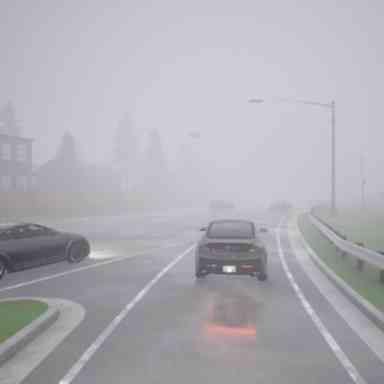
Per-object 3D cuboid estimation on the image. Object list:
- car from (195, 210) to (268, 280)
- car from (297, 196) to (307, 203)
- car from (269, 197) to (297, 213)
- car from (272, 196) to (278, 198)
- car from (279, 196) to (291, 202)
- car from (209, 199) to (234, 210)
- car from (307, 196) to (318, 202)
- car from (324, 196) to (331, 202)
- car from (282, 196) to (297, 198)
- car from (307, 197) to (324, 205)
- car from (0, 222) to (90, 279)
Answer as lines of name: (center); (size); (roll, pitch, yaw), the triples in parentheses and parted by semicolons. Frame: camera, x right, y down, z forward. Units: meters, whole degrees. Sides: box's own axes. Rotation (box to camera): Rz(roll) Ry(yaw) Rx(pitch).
car: (1.246, 1.546, 10.201); (1.837, 1.490, 4.892); (0, 0, 9)
car: (26.749, 1.812, 77.984); (1.882, 1.535, 5.008); (0, 0, 28)
car: (10.631, 1.712, 39.729); (2.033, 1.411, 5.357); (0, 0, 28)
car: (20.558, 1.808, 81.251); (1.882, 1.535, 5.008); (0, 0, 28)
car: (25.422, 1.771, 90.466); (2.128, 1.511, 4.902); (0, 0, 28)
car: (3.782, 1.646, 41.748); (2.128, 1.511, 4.902); (0, 0, 28)
car: (31.626, 1.845, 87.225); (1.895, 1.301, 4.718); (0, 0, 28)
car: (35.276, 1.741, 86.642); (2.097, 1.767, 4.553); (0, 0, 28)
car: (21.742, 1.856, 75.994); (2.033, 1.411, 5.357); (0, 0, 28)
car: (24.820, 1.816, 66.805); (1.812, 1.442, 4.674); (0, 0, 28)
car: (-5.090, 1.588, 9.947); (1.994, 1.385, 4.181); (0, 0, 28)
